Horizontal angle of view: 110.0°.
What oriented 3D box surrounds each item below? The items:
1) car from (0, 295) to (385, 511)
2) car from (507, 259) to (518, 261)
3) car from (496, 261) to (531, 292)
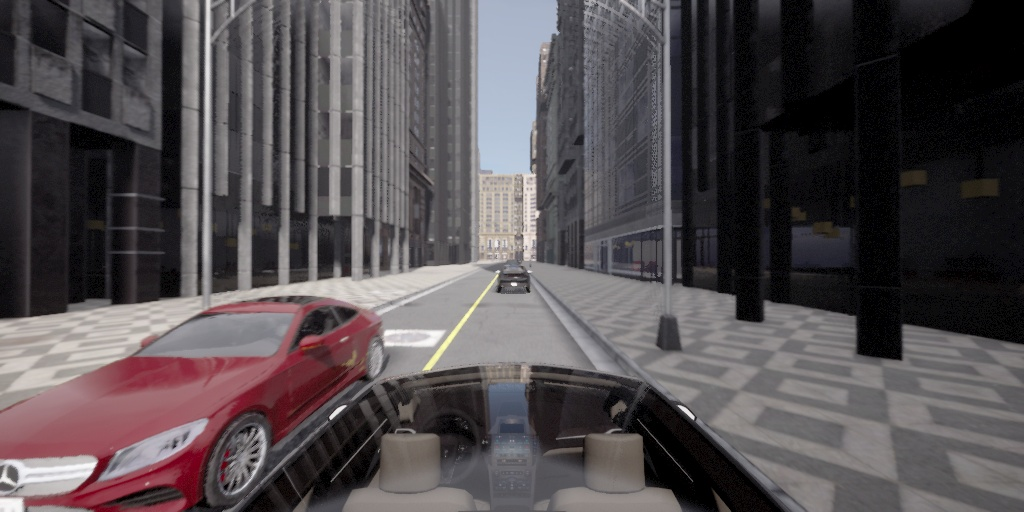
[{"bbox_3d":[-3.091,1.277,4.492,1.812,1.442,4.674,0,0,0],"label":"car"},{"bbox_3d":[0.102,1.148,43.365,2.097,1.767,4.553,0,0,0],"label":"car"},{"bbox_3d":[0.102,1.269,21.602,1.837,1.490,4.892,0,0,0],"label":"car"}]
